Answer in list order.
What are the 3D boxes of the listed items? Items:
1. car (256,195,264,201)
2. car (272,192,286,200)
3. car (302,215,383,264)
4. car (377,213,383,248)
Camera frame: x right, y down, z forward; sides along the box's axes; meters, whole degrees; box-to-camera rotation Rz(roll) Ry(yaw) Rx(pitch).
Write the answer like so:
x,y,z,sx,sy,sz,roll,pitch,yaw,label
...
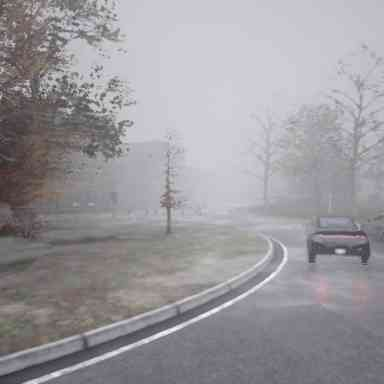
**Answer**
x,y,z,sx,sy,sz,roll,pitch,yaw,label
17.662,1.472,86.215,1.837,1.490,4.892,-1,1,28,car
22.944,1.298,89.302,1.882,1.535,5.008,-1,1,28,car
5.221,1.605,12.393,2.128,1.511,4.902,-1,-1,17,car
8.920,1.630,14.623,1.812,1.442,4.674,0,-1,9,car
